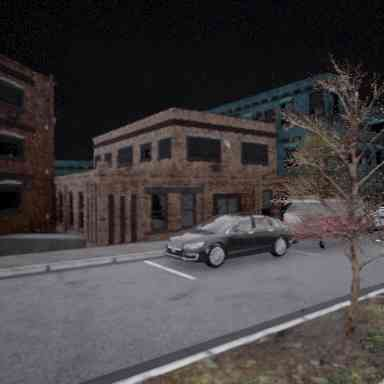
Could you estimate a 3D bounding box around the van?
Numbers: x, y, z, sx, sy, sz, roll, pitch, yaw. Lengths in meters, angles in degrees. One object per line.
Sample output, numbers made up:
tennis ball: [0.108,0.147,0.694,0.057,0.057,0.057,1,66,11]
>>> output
van: [5.812,1.271,14.571,4.442,1.987,1.878,0,0,-36]

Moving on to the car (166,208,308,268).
car: [1.428,1.487,11.421,4.892,1.521,2.231,0,0,-36]

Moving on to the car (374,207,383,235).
car: [10.393,1.552,17.863,4.674,1.452,2.002,0,0,-36]
